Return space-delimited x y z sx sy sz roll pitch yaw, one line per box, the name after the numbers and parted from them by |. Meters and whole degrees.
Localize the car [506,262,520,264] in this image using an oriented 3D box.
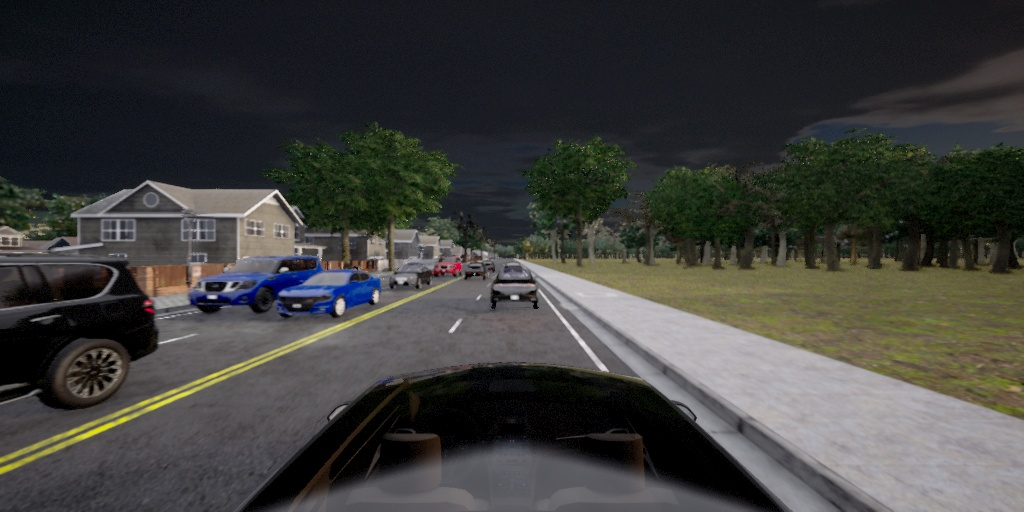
0.093 1.321 37.928 1.882 1.535 5.008 0 0 0 | car

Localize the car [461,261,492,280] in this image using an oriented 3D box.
-3.155 1.331 32.539 1.837 1.490 4.892 0 -1 0 | car

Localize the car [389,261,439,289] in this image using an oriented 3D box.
-6.555 1.298 23.691 2.128 1.511 4.902 0 0 0 | car

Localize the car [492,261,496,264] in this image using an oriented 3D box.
-3.160 1.376 48.007 1.837 1.490 4.892 0 0 0 | car

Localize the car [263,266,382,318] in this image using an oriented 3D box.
-6.554 1.258 13.441 1.882 1.535 5.008 0 0 0 | car

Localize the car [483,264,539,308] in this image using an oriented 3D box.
0.098 1.277 15.334 2.128 1.511 4.902 0 0 0 | car

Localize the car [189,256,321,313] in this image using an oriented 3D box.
-9.789 1.004 14.523 2.150 2.045 5.566 0 0 1 | car

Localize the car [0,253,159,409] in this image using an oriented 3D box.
-6.605 0.977 3.267 2.150 2.045 5.566 0 0 -1 | car

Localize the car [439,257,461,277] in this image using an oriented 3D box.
-6.512 1.066 37.094 2.150 2.045 5.566 0 0 0 | car
